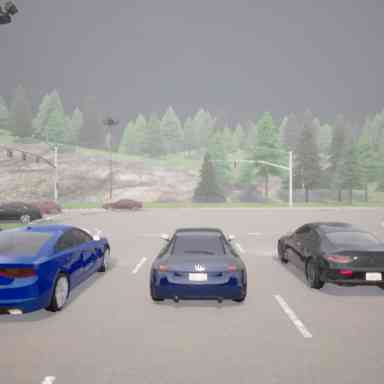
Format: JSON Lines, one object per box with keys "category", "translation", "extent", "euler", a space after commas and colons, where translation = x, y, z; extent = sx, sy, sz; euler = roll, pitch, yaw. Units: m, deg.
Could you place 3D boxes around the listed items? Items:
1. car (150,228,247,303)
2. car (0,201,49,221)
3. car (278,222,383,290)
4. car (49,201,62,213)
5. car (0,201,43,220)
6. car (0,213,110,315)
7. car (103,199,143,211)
{"category": "car", "translation": [0.162, 1.566, 8.261], "extent": [1.994, 1.385, 4.181], "euler": [0, 0, 1]}
{"category": "car", "translation": [-13.364, 1.512, 24.086], "extent": [4.892, 1.490, 1.837], "euler": [0, 0, -14]}
{"category": "car", "translation": [3.678, 1.528, 8.976], "extent": [1.812, 1.442, 4.674], "euler": [0, 0, 1]}
{"category": "car", "translation": [-15.619, 1.573, 34.318], "extent": [4.181, 1.385, 1.994], "euler": [0, 0, -14]}
{"category": "car", "translation": [-15.062, 1.513, 27.251], "extent": [4.892, 1.490, 1.837], "euler": [0, 0, -14]}
{"category": "car", "translation": [-3.351, 1.480, 7.714], "extent": [1.882, 1.535, 5.008], "euler": [0, 0, 1]}
{"category": "car", "translation": [-8.224, 1.535, 39.616], "extent": [4.674, 1.442, 1.812], "euler": [0, 0, -11]}
